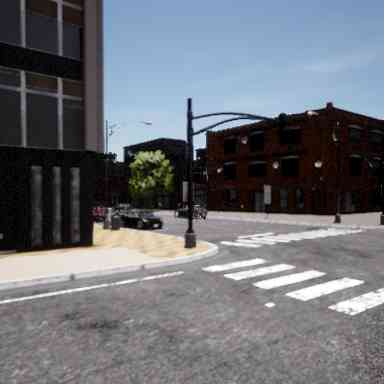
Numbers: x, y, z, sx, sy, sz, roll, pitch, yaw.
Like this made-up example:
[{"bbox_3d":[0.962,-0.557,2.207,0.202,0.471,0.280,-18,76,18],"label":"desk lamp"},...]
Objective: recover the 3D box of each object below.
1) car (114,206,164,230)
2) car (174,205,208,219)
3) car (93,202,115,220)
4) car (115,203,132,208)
[{"bbox_3d":[-3.784,1.979,24.666,1.947,1.339,4.313,-1,0,-37],"label":"car"},{"bbox_3d":[-0.162,1.998,34.261,2.008,1.369,4.403,-2,0,-37],"label":"car"},{"bbox_3d":[-9.949,1.888,32.973,2.192,1.841,5.009,-1,0,-37],"label":"car"},{"bbox_3d":[-9.740,2.244,46.910,2.008,1.369,4.403,-2,0,-37],"label":"car"}]
